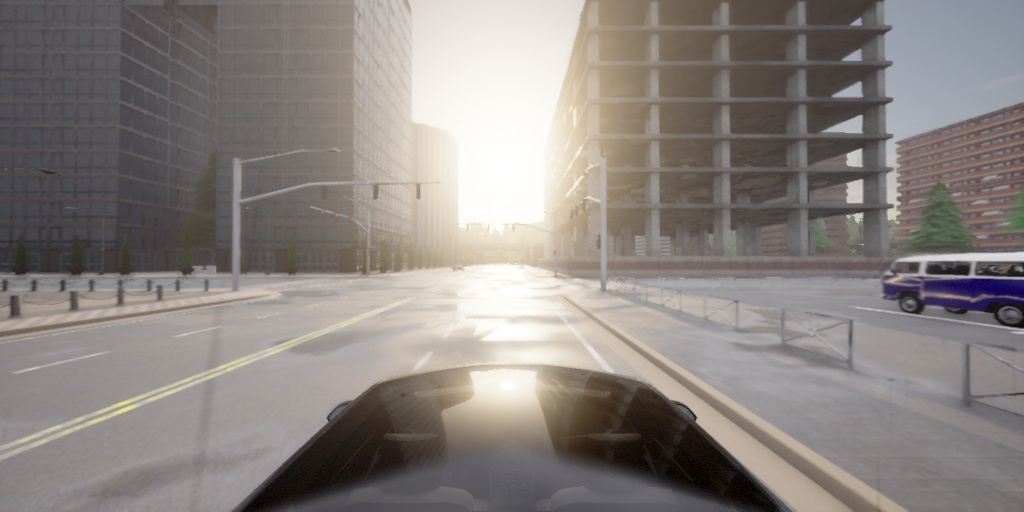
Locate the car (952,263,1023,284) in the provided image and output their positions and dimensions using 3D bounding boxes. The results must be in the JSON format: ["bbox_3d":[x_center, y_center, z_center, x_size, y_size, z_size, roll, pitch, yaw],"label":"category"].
[{"bbox_3d":[44.586,1.633,33.338,4.674,1.442,1.812,0,-1,0],"label":"car"}]
